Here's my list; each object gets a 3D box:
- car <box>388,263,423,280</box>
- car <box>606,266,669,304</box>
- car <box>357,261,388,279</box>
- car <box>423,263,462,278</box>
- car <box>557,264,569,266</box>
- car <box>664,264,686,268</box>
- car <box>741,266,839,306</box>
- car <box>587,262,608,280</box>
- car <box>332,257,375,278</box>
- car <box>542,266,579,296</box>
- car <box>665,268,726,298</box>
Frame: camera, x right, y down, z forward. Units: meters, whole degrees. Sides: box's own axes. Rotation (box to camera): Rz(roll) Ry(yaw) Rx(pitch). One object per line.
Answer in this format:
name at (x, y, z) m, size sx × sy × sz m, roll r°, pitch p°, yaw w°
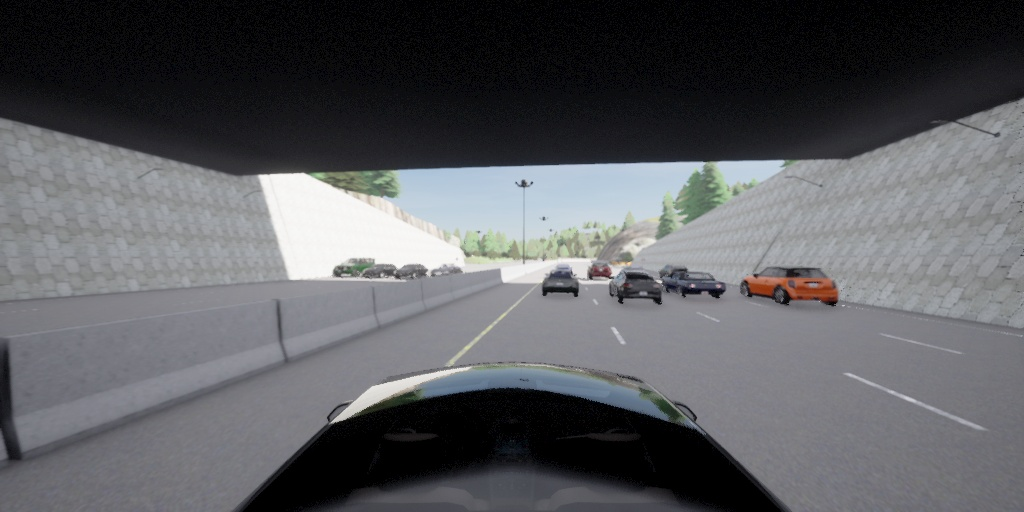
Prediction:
car at (-9.470, 1.455, 34.127) m, size 1.837 × 1.490 × 4.892 m, roll 0°, pitch -1°, yaw 9°
car at (5.799, 1.409, 17.137) m, size 1.812 × 1.442 × 4.674 m, roll 0°, pitch 0°, yaw 8°
car at (-12.817, 1.451, 35.357) m, size 1.837 × 1.490 × 4.892 m, roll 0°, pitch -1°, yaw 9°
car at (-6.052, 1.448, 33.335) m, size 2.128 × 1.511 × 4.902 m, roll 0°, pitch -1°, yaw 9°
car at (5.302, 1.551, 37.196) m, size 1.812 × 1.442 × 4.674 m, roll 0°, pitch 0°, yaw 9°
car at (15.515, 1.548, 34.440) m, size 1.837 × 1.490 × 4.892 m, roll 0°, pitch -1°, yaw 9°
car at (12.875, 1.261, 17.017) m, size 2.097 × 1.767 × 4.553 m, roll 0°, pitch 0°, yaw 9°
car at (8.576, 1.377, 35.365) m, size 2.097 × 1.767 × 4.553 m, roll 0°, pitch 0°, yaw 9°
car at (-16.077, 1.168, 37.122) m, size 2.150 × 2.045 × 5.566 m, roll 0°, pitch -1°, yaw 9°
car at (2.798, 1.459, 20.605) m, size 1.994 × 1.385 × 4.181 m, roll 0°, pitch -1°, yaw 9°
car at (9.730, 1.516, 19.629) m, size 1.895 × 1.301 × 4.718 m, roll 0°, pitch 0°, yaw 9°
